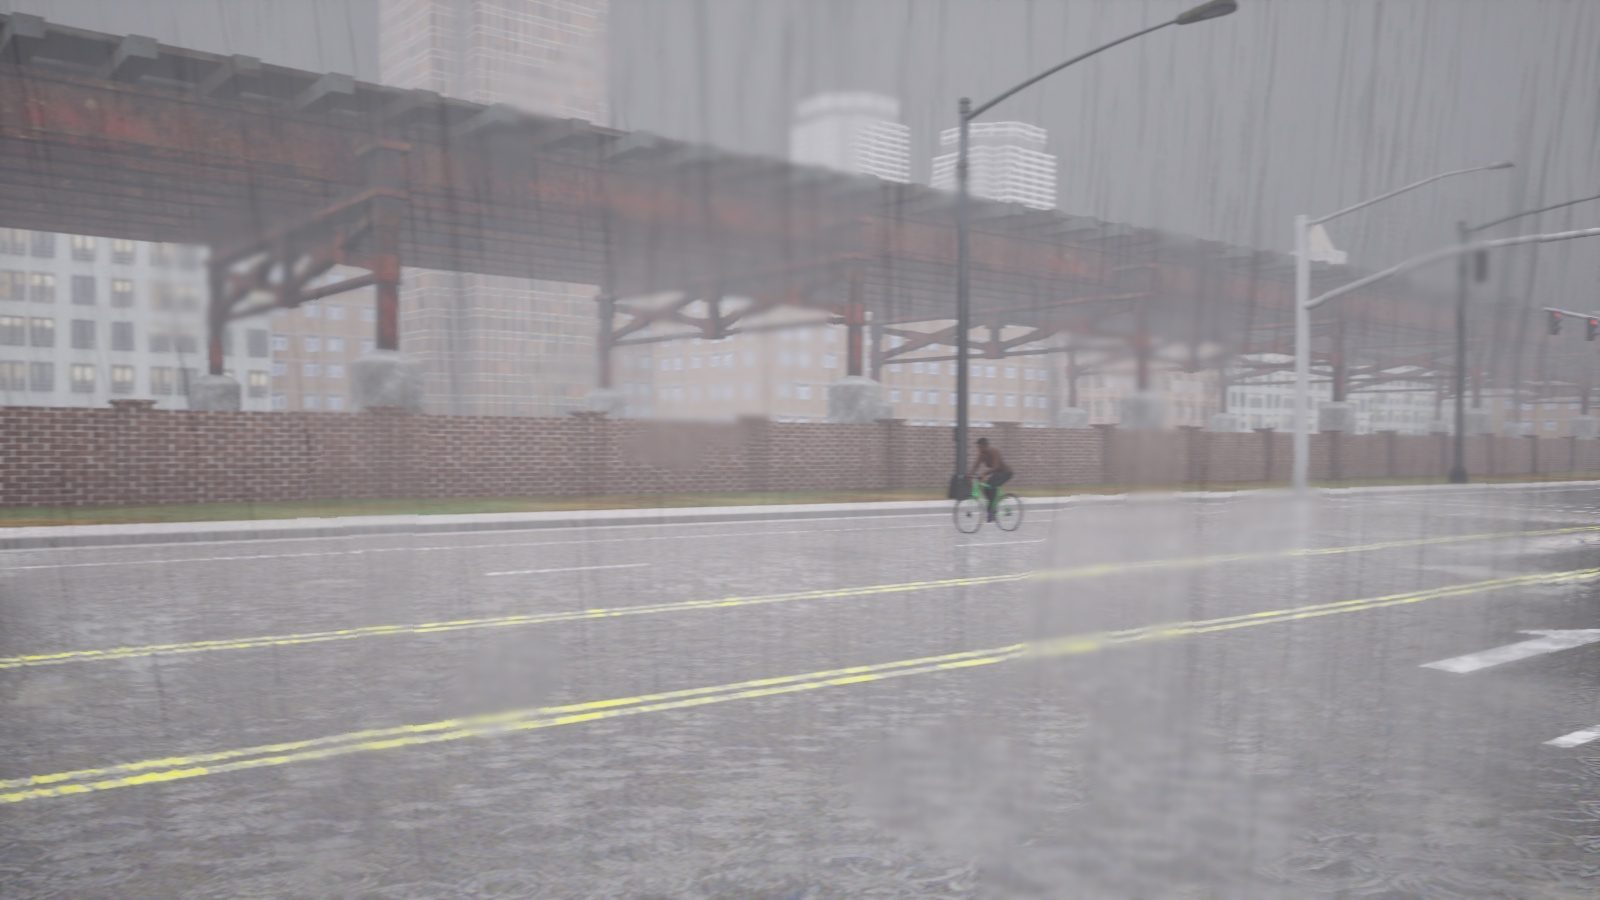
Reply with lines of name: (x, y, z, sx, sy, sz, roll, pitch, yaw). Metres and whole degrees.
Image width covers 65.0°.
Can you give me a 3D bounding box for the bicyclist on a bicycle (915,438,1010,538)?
bicyclist on a bicycle: (2.754, 0.615, 21.224, 1.656, 1.620, 0.582, 0, 1, -39)
